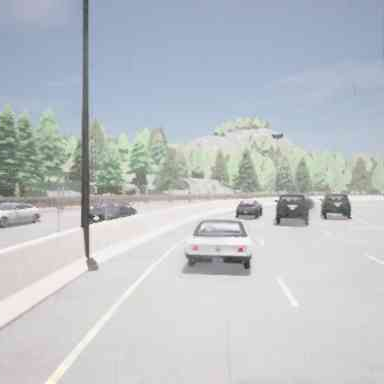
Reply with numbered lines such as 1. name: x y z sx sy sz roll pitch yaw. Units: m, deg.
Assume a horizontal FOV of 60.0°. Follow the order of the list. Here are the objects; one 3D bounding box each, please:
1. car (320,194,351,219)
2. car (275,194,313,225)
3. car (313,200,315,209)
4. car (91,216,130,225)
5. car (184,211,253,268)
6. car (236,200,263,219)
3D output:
1. car: 12.468 1.153 28.952 2.150 2.045 5.566 0 0 20
2. car: 7.225 1.152 24.089 2.150 2.045 5.566 0 0 16
3. car: 13.961 1.368 40.962 1.882 1.535 5.008 0 0 27
4. car: -4.794 1.263 20.059 1.994 1.385 4.181 0 0 12
5. car: 0.998 1.560 11.216 1.895 1.301 4.718 0 0 7
6. car: 4.975 1.398 28.494 2.128 1.511 4.902 0 0 18
